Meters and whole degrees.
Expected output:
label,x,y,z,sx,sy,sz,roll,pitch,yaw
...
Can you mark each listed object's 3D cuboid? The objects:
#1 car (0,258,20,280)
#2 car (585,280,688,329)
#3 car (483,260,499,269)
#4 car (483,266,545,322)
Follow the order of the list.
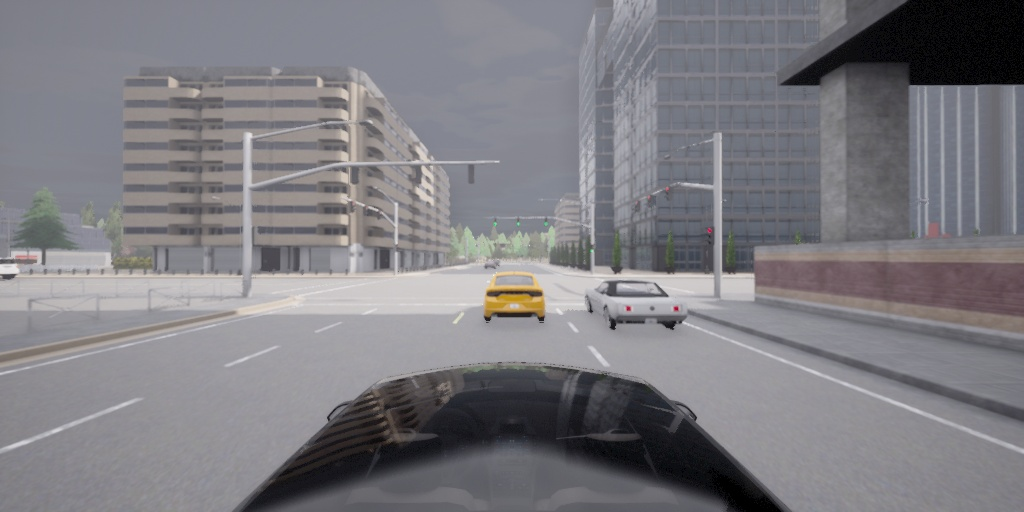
label,x,y,z,sx,sy,sz,roll,pitch,yaw
car,-48.773,1.183,32.780,5.566,2.045,2.150,0,0,1
car,3.611,1.400,11.438,1.895,1.301,4.718,0,0,1
car,-3.755,1.576,61.462,1.812,1.442,4.674,0,0,1
car,0.073,1.283,12.664,1.882,1.535,5.008,0,0,0
